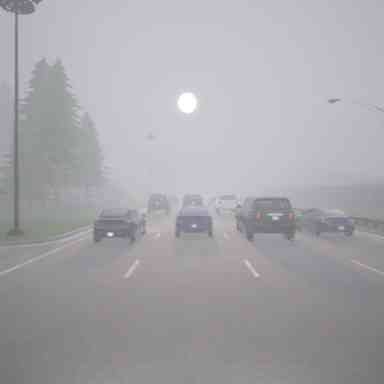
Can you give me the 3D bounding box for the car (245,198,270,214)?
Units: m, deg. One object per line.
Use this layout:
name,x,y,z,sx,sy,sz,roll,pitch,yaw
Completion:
car,7.098,1.502,36.547,1.837,1.490,4.892,0,0,0

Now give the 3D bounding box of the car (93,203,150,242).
car,-3.401,1.503,16.244,1.837,1.490,4.892,0,0,0

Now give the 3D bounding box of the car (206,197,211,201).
car,3.519,1.543,56.999,2.033,1.411,5.357,0,0,0

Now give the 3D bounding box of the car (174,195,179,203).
car,-3.460,1.346,59.567,2.097,1.767,4.553,0,0,1

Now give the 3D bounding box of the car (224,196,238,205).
car,7.050,1.487,60.963,2.128,1.511,4.902,0,0,1

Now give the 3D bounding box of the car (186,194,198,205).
car,0.040,1.346,59.558,2.097,1.767,4.553,0,0,1

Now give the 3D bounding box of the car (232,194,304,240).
car,3.599,1.220,17.035,2.150,2.045,5.566,0,0,0

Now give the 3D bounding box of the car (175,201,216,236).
car,0.099,1.476,18.551,1.882,1.535,5.008,0,0,0

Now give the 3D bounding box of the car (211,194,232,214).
car,3.597,1.219,35.579,2.150,2.045,5.566,0,0,0

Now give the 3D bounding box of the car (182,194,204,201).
car,0.098,1.218,35.581,2.150,2.045,5.566,0,0,0

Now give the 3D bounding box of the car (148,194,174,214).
car,-3.402,1.218,35.529,2.150,2.045,5.566,0,0,0

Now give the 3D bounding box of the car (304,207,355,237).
car,7.084,1.524,18.082,1.812,1.442,4.674,0,0,0
